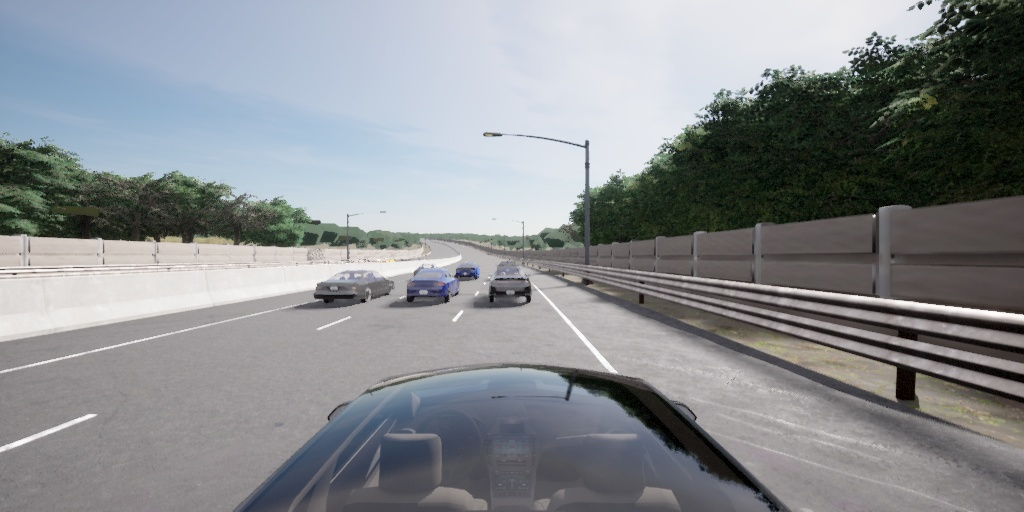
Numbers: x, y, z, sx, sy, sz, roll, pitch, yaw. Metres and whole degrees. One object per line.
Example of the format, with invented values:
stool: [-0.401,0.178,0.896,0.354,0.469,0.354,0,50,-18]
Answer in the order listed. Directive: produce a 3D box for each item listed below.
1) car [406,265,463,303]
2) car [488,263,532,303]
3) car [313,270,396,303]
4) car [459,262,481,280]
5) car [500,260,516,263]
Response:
car: [-3.598,1.303,16.781,1.812,1.442,4.674,0,0,-1]
car: [-0.098,1.263,16.825,2.128,1.511,4.902,0,0,-1]
car: [-7.098,1.335,16.736,2.033,1.411,5.357,0,0,-1]
car: [-3.887,1.292,31.902,1.882,1.535,5.008,0,0,-1]
car: [-0.388,1.170,31.960,2.097,1.767,4.553,0,0,-1]
